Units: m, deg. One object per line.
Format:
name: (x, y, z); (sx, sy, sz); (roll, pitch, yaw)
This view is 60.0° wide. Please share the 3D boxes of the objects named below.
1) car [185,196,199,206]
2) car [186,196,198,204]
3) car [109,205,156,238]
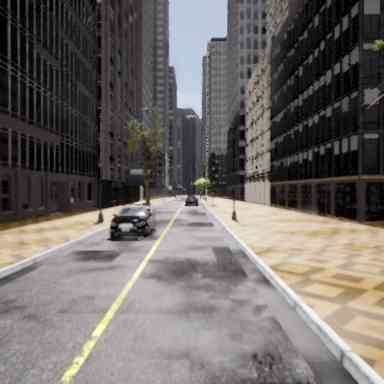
car: (-0.030, 1.342, 53.398); (2.097, 1.767, 4.553); (0, 0, 0)
car: (-0.035, 1.486, 63.458); (2.128, 1.511, 4.902); (0, 0, 0)
car: (-3.045, 1.480, 17.791); (2.128, 1.511, 4.902); (0, 0, 0)
